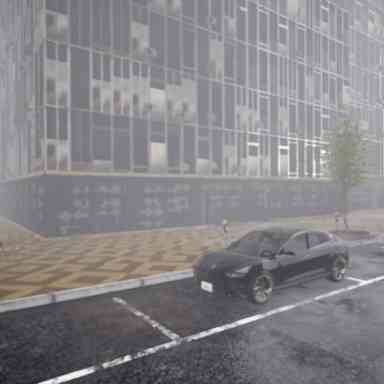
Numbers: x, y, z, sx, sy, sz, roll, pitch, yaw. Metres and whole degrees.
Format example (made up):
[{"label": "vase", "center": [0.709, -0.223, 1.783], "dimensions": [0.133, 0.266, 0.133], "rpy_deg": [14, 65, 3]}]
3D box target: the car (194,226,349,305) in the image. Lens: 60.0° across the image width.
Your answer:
[{"label": "car", "center": [2.076, 1.543, 8.043], "dimensions": [4.313, 1.339, 1.947], "rpy_deg": [0, 0, -35]}]
